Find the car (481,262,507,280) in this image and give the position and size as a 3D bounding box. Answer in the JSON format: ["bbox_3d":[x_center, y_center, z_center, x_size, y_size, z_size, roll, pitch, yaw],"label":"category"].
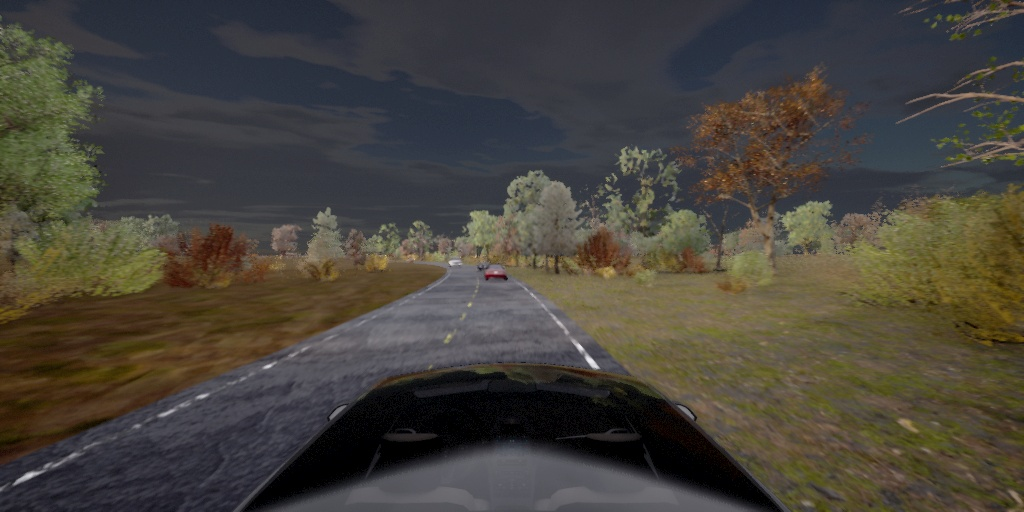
[{"bbox_3d":[-1.562,1.382,32.854,1.994,1.385,4.181,-1,0,-6],"label":"car"}]

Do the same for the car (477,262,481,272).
[{"bbox_3d":[-3.937,1.466,50.267,1.895,1.301,4.718,0,0,-9],"label":"car"}]
